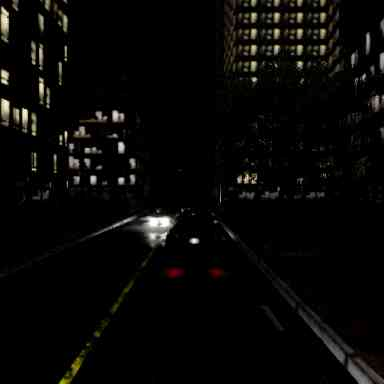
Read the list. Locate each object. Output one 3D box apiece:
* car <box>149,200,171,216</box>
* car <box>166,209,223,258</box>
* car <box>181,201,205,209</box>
[{"bbox_3d":[-3.083,1.523,32.935,2.128,1.511,4.902,0,0,0],"label":"car"},{"bbox_3d":[0.081,1.573,12.889,1.994,1.385,4.181,0,0,0],"label":"car"},{"bbox_3d":[0.086,1.530,28.766,1.837,1.490,4.892,0,0,0],"label":"car"}]
